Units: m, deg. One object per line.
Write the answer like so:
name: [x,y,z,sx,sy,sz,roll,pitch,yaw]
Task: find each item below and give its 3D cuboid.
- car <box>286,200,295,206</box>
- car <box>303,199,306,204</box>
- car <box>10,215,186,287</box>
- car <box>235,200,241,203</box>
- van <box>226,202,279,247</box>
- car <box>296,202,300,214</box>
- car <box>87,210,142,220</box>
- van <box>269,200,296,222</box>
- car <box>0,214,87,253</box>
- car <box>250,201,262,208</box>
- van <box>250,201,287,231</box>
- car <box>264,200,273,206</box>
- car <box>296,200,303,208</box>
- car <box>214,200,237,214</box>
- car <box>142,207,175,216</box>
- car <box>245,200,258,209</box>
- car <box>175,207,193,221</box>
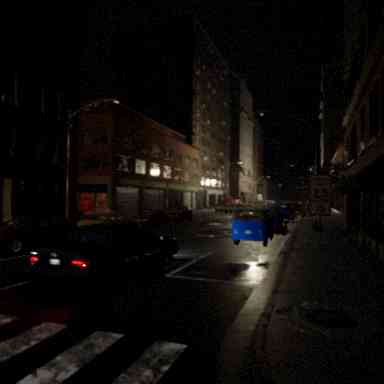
car: [25.942,2.959,87.703,2.033,1.411,5.357,0,-1,20]
car: [23.551,2.849,73.168,1.887,1.381,4.507,1,-1,20]
car: [-2.166,1.625,9.655,2.033,1.411,5.357,0,-1,20]
car: [6.227,2.077,50.216,2.192,1.841,5.009,1,-1,20]
van: [3.097,1.572,16.344,1.690,1.788,3.998,1,-1,20]
car: [10.533,2.163,37.007,2.008,1.369,4.403,1,-1,20]
car: [-5.001,1.710,19.050,1.752,1.417,4.829,1,-1,20]
van: [8.677,1.857,31.843,1.690,1.788,3.998,1,-1,20]
car: [-6.805,1.638,14.043,1.887,1.381,4.507,1,-1,20]
car: [13.608,2.682,70.723,1.752,1.417,4.829,1,-1,20]
van: [4.957,1.667,21.510,1.690,1.788,3.998,1,-1,20]
car: [21.110,3.012,91.553,1.967,1.590,4.097,1,-1,20]
car: [14.257,2.120,47.341,2.192,1.841,5.009,1,-1,20]
car: [4.304,2.187,44.887,1.752,1.417,4.829,1,-1,20]
car: [-3.083,1.864,24.377,1.802,1.307,4.206,1,-1,20]
car: [11.806,2.499,65.716,1.967,1.590,4.097,1,-1,20]
car: [-1.222,1.959,29.544,1.802,1.307,4.206,1,-1,20]
